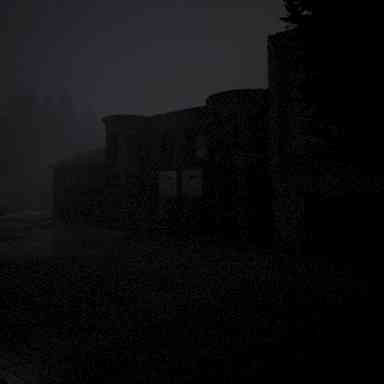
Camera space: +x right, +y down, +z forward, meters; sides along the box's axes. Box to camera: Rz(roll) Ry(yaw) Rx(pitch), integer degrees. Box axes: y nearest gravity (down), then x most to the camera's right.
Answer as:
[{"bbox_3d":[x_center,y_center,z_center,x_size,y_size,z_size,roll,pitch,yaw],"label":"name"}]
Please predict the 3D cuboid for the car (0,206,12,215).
[{"bbox_3d":[-22.477,1.821,36.460,1.882,1.535,5.008,-1,0,36],"label":"car"}]
